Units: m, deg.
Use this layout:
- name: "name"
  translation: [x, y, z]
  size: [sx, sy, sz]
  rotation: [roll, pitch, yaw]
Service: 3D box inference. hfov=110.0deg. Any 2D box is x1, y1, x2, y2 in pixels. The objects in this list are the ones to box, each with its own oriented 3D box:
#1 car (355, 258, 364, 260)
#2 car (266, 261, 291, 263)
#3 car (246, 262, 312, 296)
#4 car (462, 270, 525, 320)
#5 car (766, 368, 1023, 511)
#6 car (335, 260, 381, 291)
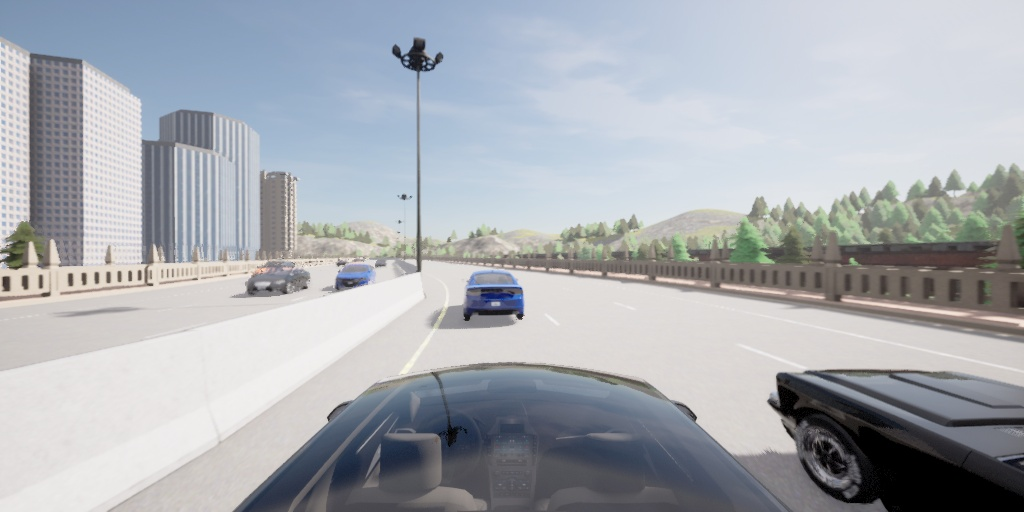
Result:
- name: "car"
  translation: [-25.515, 1.196, 59.814]
  size: [2.097, 1.767, 4.553]
  rotation: [0, 0, -18]
- name: "car"
  translation: [-18.569, 1.174, 28.264]
  size: [2.097, 1.767, 4.553]
  rotation: [0, 0, -18]
- name: "car"
  translation: [-12.741, 1.291, 19.918]
  size: [2.128, 1.511, 4.902]
  rotation: [0, 0, -12]
- name: "car"
  translation: [-0.747, 1.228, 12.777]
  size: [1.882, 1.535, 5.008]
  rotation: [0, 0, -6]
- name: "car"
  translation: [3.493, 1.336, 1.441]
  size: [1.895, 1.301, 4.718]
  rotation: [0, 0, 0]
- name: "car"
  translation: [-9.819, 1.264, 22.861]
  size: [1.882, 1.535, 5.008]
  rotation: [0, 0, -14]
